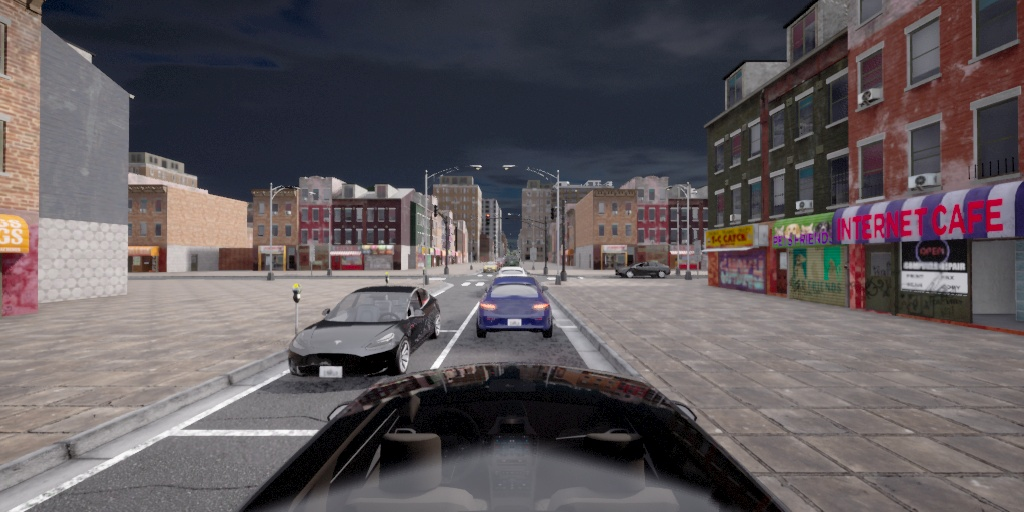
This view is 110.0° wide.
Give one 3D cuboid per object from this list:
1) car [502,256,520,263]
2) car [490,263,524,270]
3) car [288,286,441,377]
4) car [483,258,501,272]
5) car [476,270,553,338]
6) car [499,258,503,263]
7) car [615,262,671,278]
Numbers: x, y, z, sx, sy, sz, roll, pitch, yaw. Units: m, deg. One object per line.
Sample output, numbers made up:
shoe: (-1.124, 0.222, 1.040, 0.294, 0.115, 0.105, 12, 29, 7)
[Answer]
car: (-0.011, 1.038, 53.301, 2.150, 2.045, 5.566, 0, 0, 1)
car: (-0.003, 1.284, 19.216, 1.812, 1.442, 4.674, 0, 0, 0)
car: (-2.645, 1.317, 7.402, 1.948, 1.339, 4.313, 0, 0, 0)
car: (-2.690, 1.322, 45.000, 1.751, 1.417, 4.829, 0, 0, 0)
car: (0.068, 1.278, 10.082, 1.812, 1.442, 4.674, 0, 0, 0)
car: (-2.697, 1.355, 50.775, 1.888, 1.381, 4.507, 0, 0, 0)
car: (11.991, 1.262, 33.001, 4.892, 1.490, 1.837, 0, 0, -2)
